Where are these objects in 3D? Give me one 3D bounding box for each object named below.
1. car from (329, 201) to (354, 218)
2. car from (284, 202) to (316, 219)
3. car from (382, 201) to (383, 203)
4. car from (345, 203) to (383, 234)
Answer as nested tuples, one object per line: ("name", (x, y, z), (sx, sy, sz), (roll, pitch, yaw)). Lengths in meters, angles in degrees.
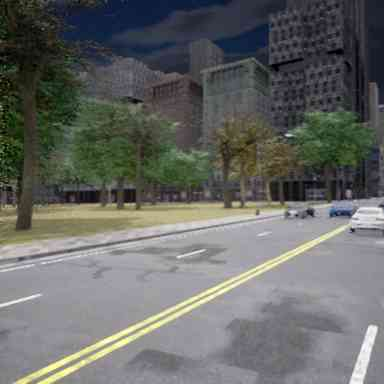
("car", (14.348, 1.632, 31.403), (1.882, 1.535, 5.008), (-1, -1, 34))
("car", (10.066, 1.676, 30.851), (2.128, 1.511, 4.902), (-1, -1, 34))
("car", (20.575, 1.638, 34.516), (1.837, 1.490, 4.892), (-1, -1, 34))
("car", (10.553, 1.605, 19.545), (1.812, 1.442, 4.674), (-1, -1, 34))
